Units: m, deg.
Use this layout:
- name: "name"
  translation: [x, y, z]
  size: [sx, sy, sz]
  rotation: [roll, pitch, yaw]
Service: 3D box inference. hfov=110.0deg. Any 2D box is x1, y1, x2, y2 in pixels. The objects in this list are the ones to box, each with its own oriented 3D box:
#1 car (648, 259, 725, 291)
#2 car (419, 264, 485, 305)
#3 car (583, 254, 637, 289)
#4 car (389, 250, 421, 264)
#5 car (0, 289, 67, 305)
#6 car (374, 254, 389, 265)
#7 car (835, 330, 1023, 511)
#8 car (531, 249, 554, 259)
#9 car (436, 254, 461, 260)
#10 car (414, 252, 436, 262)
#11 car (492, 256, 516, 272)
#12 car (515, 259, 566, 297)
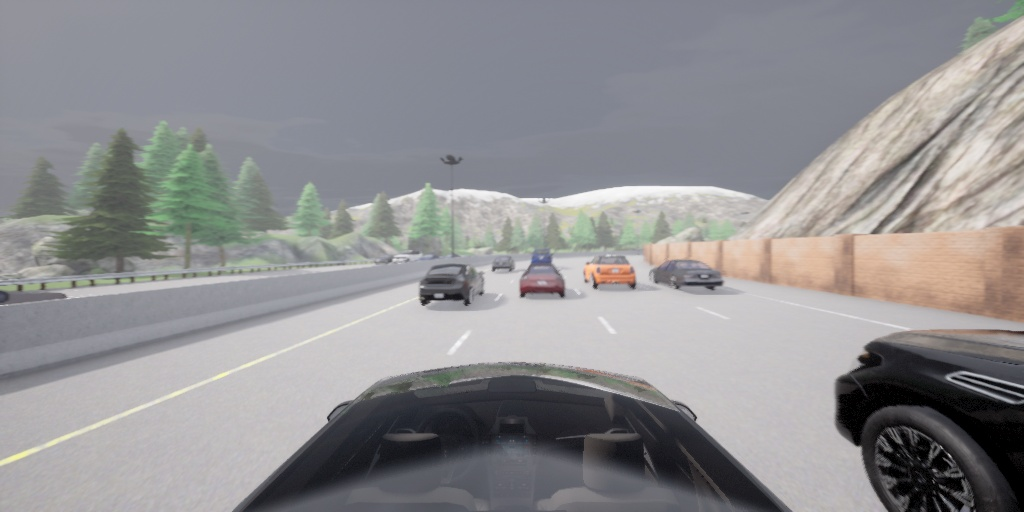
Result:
- name: "car"
  translation: [8.517, 0.871, 18.008]
  size: [2.033, 1.411, 5.357]
  rotation: [-1, 1, 4]
- name: "car"
  translation: [-2.286, 1.038, 14.536]
  size: [1.837, 1.490, 4.892]
  rotation: [-1, 1, 4]
- name: "car"
  translation: [5.101, 0.696, 19.235]
  size: [2.097, 1.767, 4.553]
  rotation: [-1, 1, 4]
- name: "car"
  translation: [-15.233, 0.208, 52.914]
  size: [2.150, 2.045, 5.566]
  rotation: [0, 1, 16]
- name: "car"
  translation: [-13.548, 1.359, 7.771]
  size: [2.033, 1.411, 5.357]
  rotation: [-1, 1, 4]
- name: "car"
  translation: [-18.615, 0.489, 53.800]
  size: [2.128, 1.511, 4.902]
  rotation: [0, 1, 16]
- name: "car"
  translation: [3.638, 0.944, 0.577]
  size: [2.150, 2.045, 5.566]
  rotation: [-1, 1, 4]
- name: "car"
  translation: [3.225, 0.237, 37.729]
  size: [2.150, 2.045, 5.566]
  rotation: [-1, 1, 7]
- name: "car"
  translation: [-8.486, 0.483, 51.040]
  size: [1.812, 1.442, 4.674]
  rotation: [0, 1, 16]
- name: "car"
  translation: [-11.854, 0.479, 51.992]
  size: [1.812, 1.442, 4.674]
  rotation: [0, 1, 16]
- name: "car"
  translation: [-0.744, 0.689, 33.799]
  size: [2.033, 1.411, 5.357]
  rotation: [-1, 1, 5]
- name: "car"
  translation: [1.380, 1.011, 16.521]
  size: [1.994, 1.385, 4.181]
  rotation: [-1, 1, 4]
